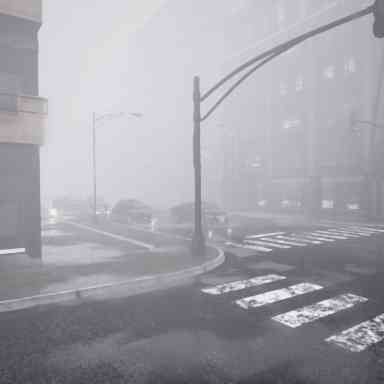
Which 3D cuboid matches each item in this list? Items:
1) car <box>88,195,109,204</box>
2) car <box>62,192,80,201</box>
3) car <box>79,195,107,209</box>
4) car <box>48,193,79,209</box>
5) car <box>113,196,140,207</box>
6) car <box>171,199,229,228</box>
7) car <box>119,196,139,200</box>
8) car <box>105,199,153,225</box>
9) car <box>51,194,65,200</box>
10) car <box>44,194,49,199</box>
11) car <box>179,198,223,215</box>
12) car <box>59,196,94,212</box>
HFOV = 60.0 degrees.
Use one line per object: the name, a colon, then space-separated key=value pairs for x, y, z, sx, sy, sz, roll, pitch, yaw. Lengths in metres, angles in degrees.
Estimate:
car: x=-15.577 y=1.217 z=55.306 sx=1.752 sy=1.417 sz=4.829 roll=-1 pitch=1 yaw=-35
car: x=-25.183 y=0.936 z=69.182 sx=2.192 sy=1.841 sz=5.009 roll=-1 pitch=1 yaw=-35
car: x=-11.478 y=1.398 z=39.221 sx=2.033 sy=1.411 sz=5.357 roll=-1 pitch=1 yaw=-35
car: x=-15.901 y=1.313 z=41.051 sx=1.967 sy=1.590 sz=4.097 roll=-1 pitch=1 yaw=-35
car: x=-9.109 y=1.267 z=45.961 sx=1.752 sy=1.417 sz=4.829 roll=-1 pitch=1 yaw=-35
car: x=0.408 y=1.434 z=22.031 sx=2.128 sy=1.511 sz=4.902 roll=-1 pitch=1 yaw=-35
car: x=-5.477 y=1.374 z=30.537 sx=1.882 sy=1.535 sz=5.008 roll=-1 pitch=1 yaw=-35
car: x=-4.401 y=1.509 z=24.210 sx=1.887 sy=1.381 sz=4.507 roll=-1 pitch=1 yaw=-35
car: x=-31.649 y=1.125 z=78.530 sx=2.008 sy=1.369 sz=4.403 roll=-1 pitch=1 yaw=-35
car: x=-34.979 y=1.076 z=83.342 sx=1.752 sy=1.417 sz=4.829 roll=-1 pitch=1 yaw=-35
car: x=0.773 y=1.360 z=31.866 sx=1.887 sy=1.381 sz=4.507 roll=-1 pitch=1 yaw=-35
car: x=-12.667 y=1.449 z=36.379 sx=2.008 sy=1.369 sz=4.403 roll=-1 pitch=1 yaw=-35
